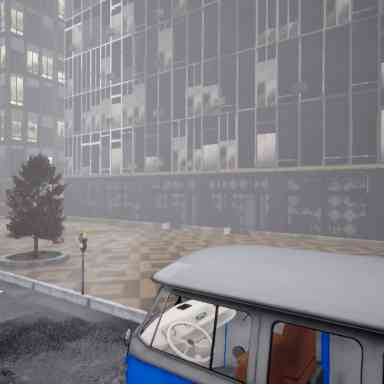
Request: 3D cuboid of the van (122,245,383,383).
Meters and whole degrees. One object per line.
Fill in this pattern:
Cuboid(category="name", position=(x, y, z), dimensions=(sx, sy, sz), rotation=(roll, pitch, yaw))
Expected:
Cuboid(category="van", position=(1.332, 1.341, 1.918), dimensions=(3.998, 1.788, 1.690), rotation=(0, 0, 35))
